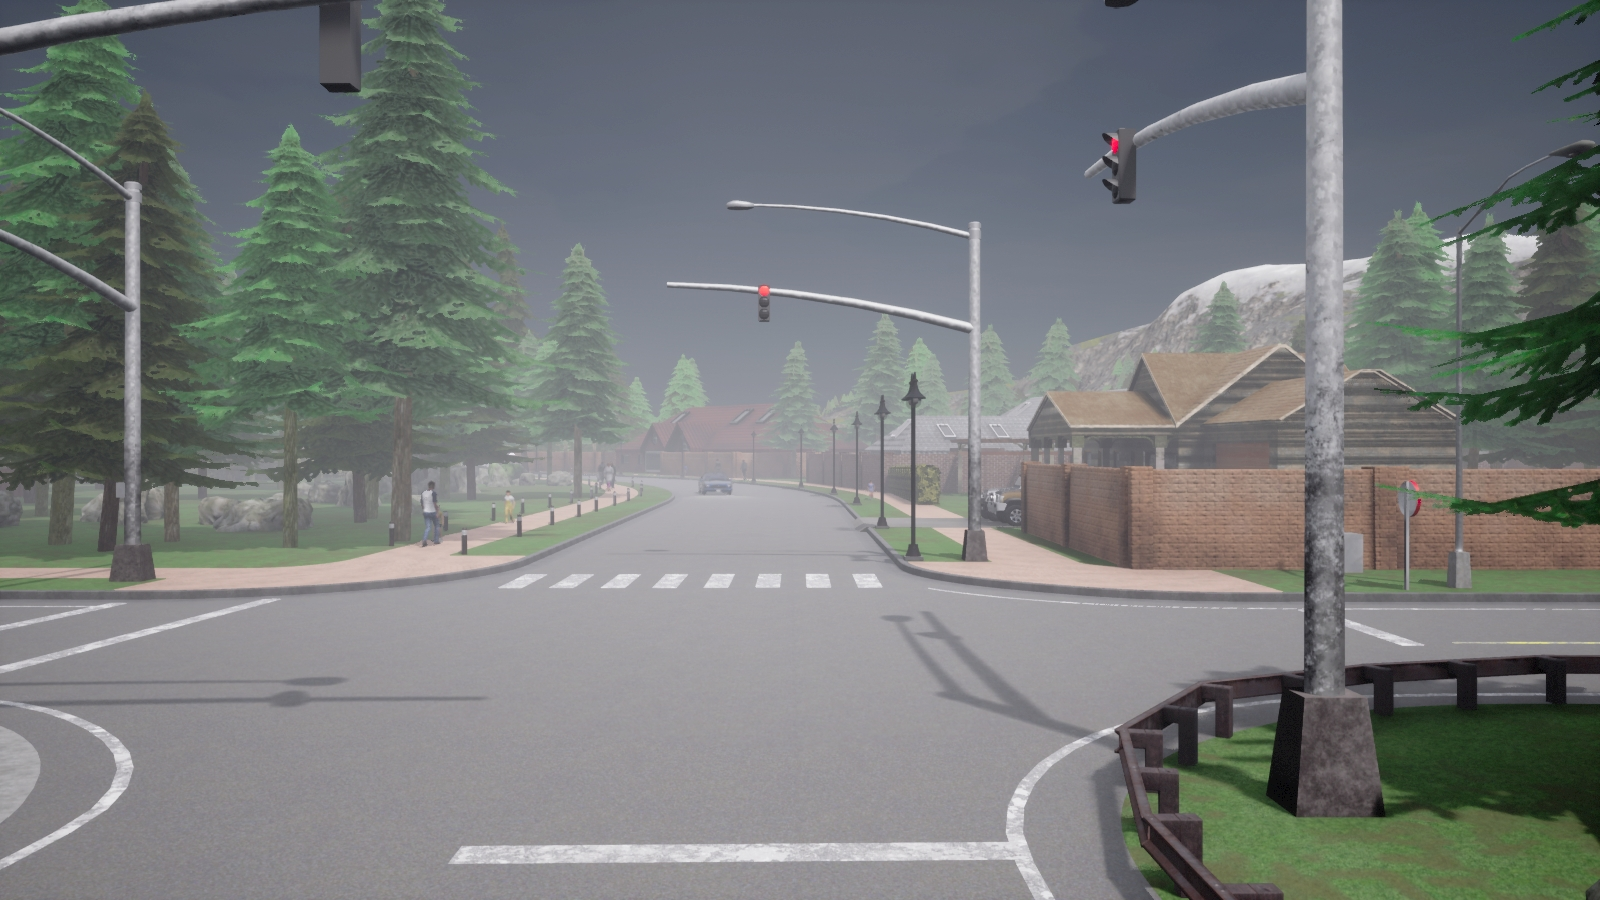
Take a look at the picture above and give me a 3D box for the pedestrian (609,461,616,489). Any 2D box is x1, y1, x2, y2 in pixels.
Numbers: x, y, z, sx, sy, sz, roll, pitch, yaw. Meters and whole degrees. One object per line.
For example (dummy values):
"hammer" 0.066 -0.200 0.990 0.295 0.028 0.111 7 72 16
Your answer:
"pedestrian" -12.463 1.661 75.830 0.375 1.860 0.375 0 0 1

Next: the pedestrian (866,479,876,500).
"pedestrian" 3.689 2.046 59.342 0.500 1.100 0.500 0 0 -2

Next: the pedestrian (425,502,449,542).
"pedestrian" -10.343 2.042 32.575 0.500 1.100 0.500 0 0 9

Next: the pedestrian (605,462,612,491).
"pedestrian" -11.986 1.664 71.647 0.375 1.860 0.375 0 0 -2

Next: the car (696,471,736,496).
"car" -5.309 2.072 71.384 2.033 1.411 5.357 0 0 -9

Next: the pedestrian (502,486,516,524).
"pedestrian" -10.297 1.943 40.477 0.375 1.300 0.375 0 0 3

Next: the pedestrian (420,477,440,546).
"pedestrian" -10.043 1.664 31.015 0.375 1.860 0.375 0 0 15
